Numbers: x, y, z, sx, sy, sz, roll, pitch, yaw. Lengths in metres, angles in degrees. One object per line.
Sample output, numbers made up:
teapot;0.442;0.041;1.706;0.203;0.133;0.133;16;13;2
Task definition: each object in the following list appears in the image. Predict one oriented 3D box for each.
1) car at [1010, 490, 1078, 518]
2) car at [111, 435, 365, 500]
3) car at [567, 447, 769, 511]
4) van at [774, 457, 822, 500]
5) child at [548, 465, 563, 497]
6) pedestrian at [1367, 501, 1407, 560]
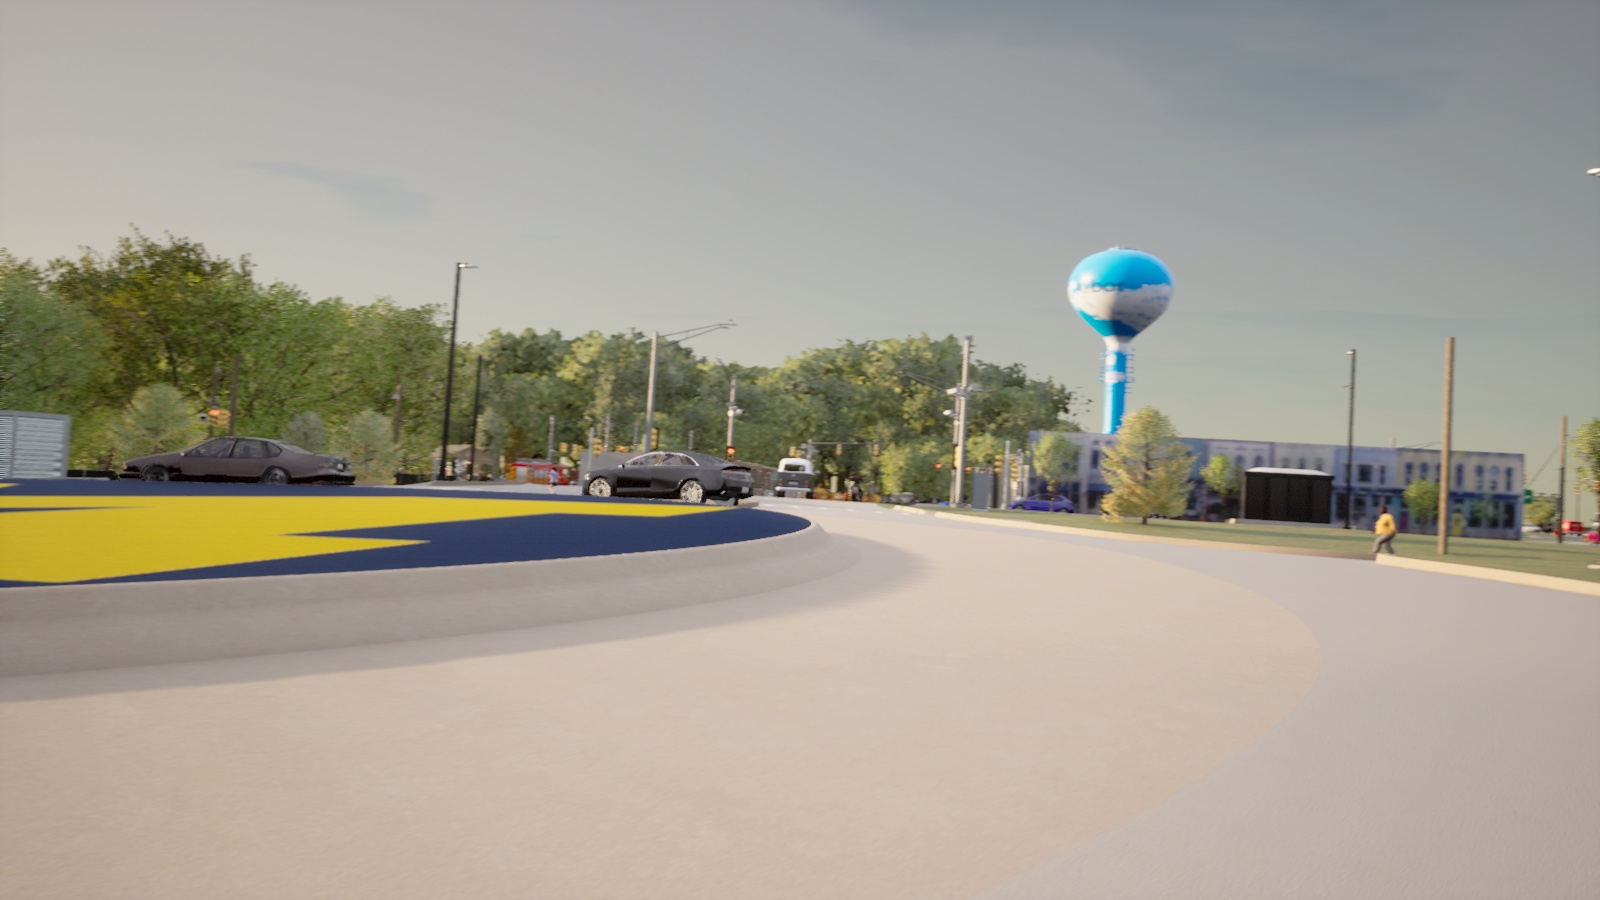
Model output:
car;15.629;3.474;80.581;4.193;1.474;1.816;3;-3;11
car;-13.892;0.456;31.240;5.357;1.411;2.033;1;-3;3
car;-3.512;0.767;33.228;4.902;1.511;2.128;0;-4;28
van;-0.064;1.538;66.005;2.069;2.038;4.480;3;-2;4
child;-8.659;1.103;44.431;0.394;1.110;0.255;1;-4;38
pedestrian;19.186;2.618;41.064;0.900;1.855;0.874;3;-3;4
